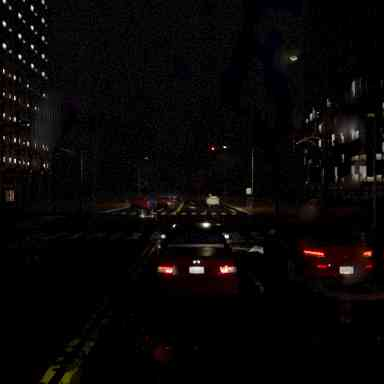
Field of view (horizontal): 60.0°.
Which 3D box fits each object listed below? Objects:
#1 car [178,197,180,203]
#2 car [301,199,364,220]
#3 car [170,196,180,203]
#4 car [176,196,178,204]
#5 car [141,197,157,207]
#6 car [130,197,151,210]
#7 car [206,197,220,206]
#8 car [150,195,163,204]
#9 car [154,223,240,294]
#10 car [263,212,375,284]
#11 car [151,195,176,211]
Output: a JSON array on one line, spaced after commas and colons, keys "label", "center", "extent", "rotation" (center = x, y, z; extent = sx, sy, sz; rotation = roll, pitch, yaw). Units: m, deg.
[{"label": "car", "center": [-3.425, 1.421, 59.167], "extent": [2.128, 1.511, 4.902], "rotation": [0, 0, 0]}, {"label": "car", "center": [11.199, 1.384, 26.790], "extent": [4.553, 1.767, 2.097], "rotation": [0, 0, -1]}, {"label": "car", "center": [-3.441, 1.471, 69.201], "extent": [1.994, 1.385, 4.181], "rotation": [0, 0, -1]}, {"label": "car", "center": [-3.419, 1.455, 49.547], "extent": [1.837, 1.490, 4.892], "rotation": [0, 0, 0]}, {"label": "car", "center": [-6.676, 1.470, 52.197], "extent": [1.812, 1.442, 4.674], "rotation": [0, 0, 0]}, {"label": "car", "center": [-6.662, 1.441, 42.276], "extent": [1.882, 1.535, 5.008], "rotation": [0, 0, 0]}, {"label": "car", "center": [3.265, 1.471, 51.732], "extent": [1.812, 1.442, 4.674], "rotation": [0, 0, 0]}, {"label": "car", "center": [-6.681, 1.427, 62.562], "extent": [1.837, 1.490, 4.892], "rotation": [0, 0, 0]}, {"label": "car", "center": [0.087, 1.544, 8.904], "extent": [2.033, 1.411, 5.357], "rotation": [0, 0, 0]}, {"label": "car", "center": [3.336, 1.522, 9.489], "extent": [1.812, 1.442, 4.674], "rotation": [0, 0, 0]}, {"label": "car", "center": [-3.407, 1.319, 40.655], "extent": [2.097, 1.767, 4.553], "rotation": [0, 0, 0]}]
